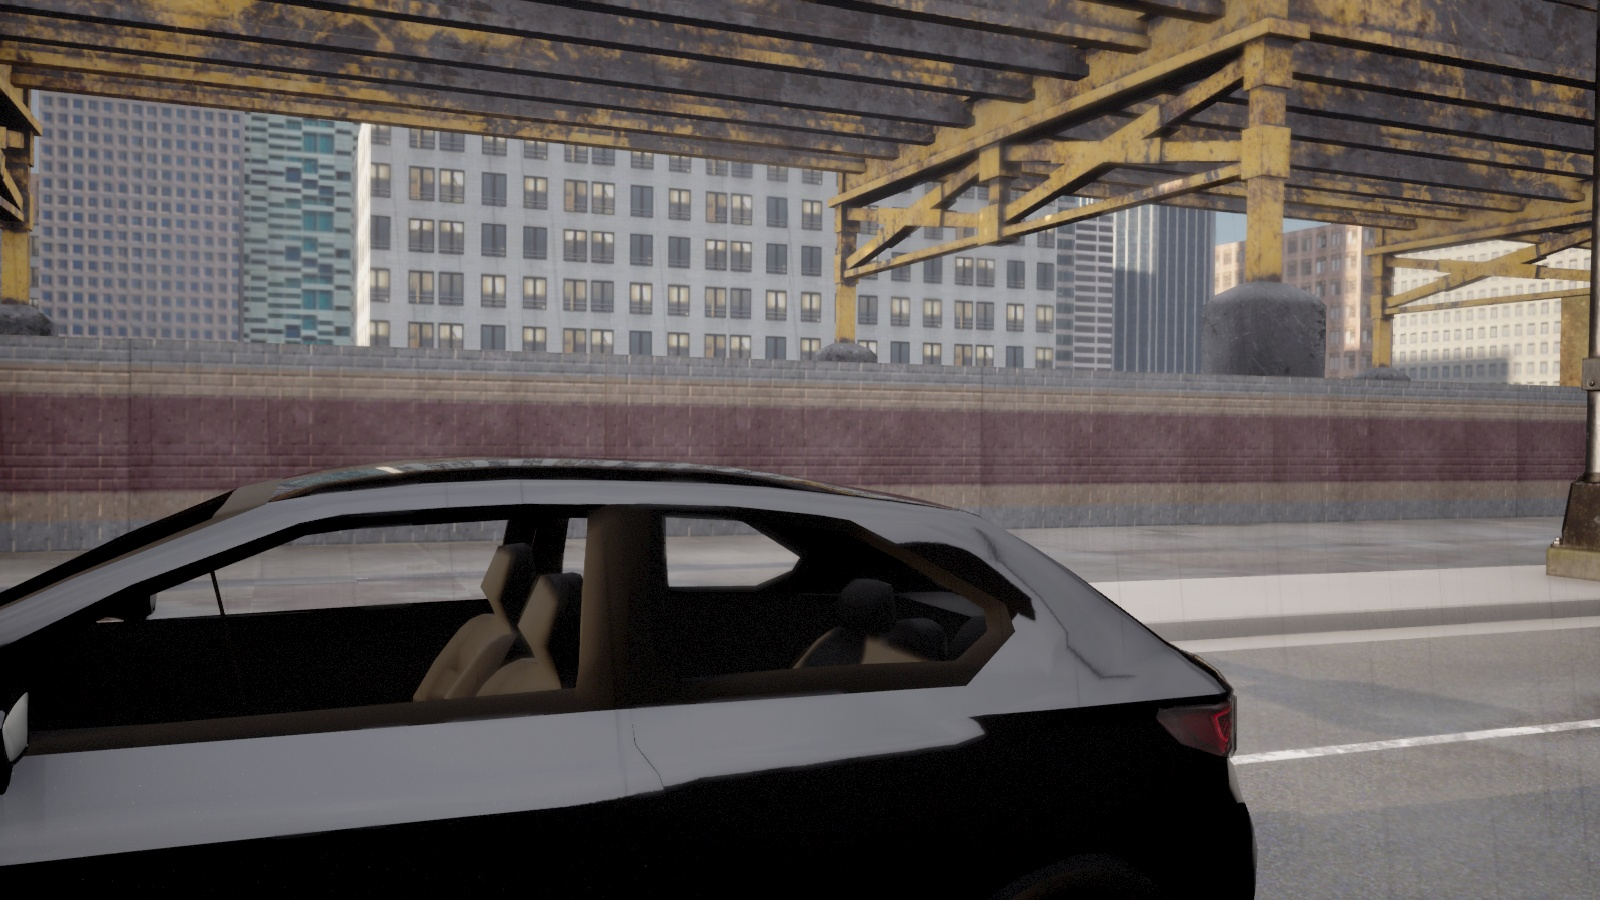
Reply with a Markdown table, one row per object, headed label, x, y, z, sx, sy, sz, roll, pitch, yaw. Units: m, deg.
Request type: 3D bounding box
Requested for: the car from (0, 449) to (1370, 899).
| label | x | y | z | sx | sy | sz | roll | pitch | yaw |
| --- | --- | --- | --- | --- | --- | --- | --- | --- | --- |
| car | -1.042 | 0.777 | 2.843 | 4.193 | 1.474 | 1.816 | -1 | 1 | -21 |
